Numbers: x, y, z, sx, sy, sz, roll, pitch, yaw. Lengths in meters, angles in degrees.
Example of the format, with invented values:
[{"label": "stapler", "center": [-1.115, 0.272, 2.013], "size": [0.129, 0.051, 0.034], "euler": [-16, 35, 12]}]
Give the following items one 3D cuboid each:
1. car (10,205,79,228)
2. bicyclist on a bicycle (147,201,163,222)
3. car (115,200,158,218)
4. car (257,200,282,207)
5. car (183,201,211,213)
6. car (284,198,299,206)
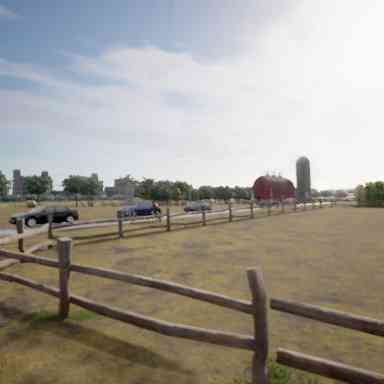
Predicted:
[{"label": "car", "center": [-10.993, 1.757, 25.052], "size": [1.882, 1.535, 5.008], "euler": [-3, -2, 35]}, {"label": "bicyclist on a bicycle", "center": [-2.923, 1.554, 26.107], "size": [1.656, 1.620, 0.582], "euler": [-1, 0, 35]}, {"label": "car", "center": [-5.469, 1.645, 32.863], "size": [2.097, 1.767, 4.553], "euler": [-3, -2, 35]}, {"label": "car", "center": [12.131, 1.838, 52.581], "size": [1.895, 1.301, 4.718], "euler": [-3, -2, 35]}, {"label": "car", "center": [0.644, 1.869, 41.454], "size": [1.994, 1.385, 4.181], "euler": [-3, -1, 35]}, {"label": "car", "center": [17.888, 1.846, 60.683], "size": [2.033, 1.411, 5.357], "euler": [-3, -2, 34]}]
